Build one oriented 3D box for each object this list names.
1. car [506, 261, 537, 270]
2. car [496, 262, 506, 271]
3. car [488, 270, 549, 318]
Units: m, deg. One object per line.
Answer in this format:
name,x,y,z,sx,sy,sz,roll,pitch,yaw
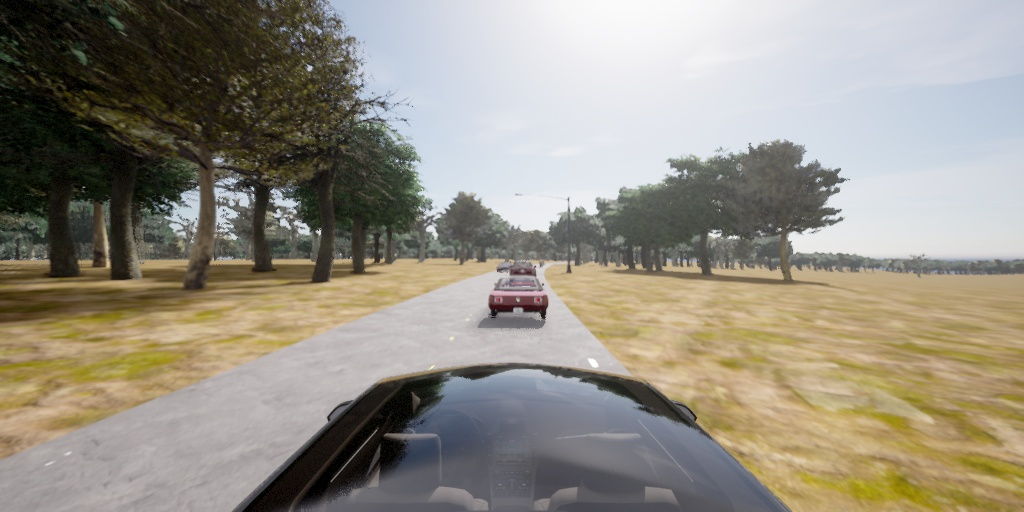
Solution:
car,0.946,1.173,29.576,2.097,1.767,4.553,0,0,3
car,-0.874,1.466,47.516,1.994,1.385,4.181,0,0,6
car,0.258,1.374,13.181,1.895,1.301,4.718,0,0,2
